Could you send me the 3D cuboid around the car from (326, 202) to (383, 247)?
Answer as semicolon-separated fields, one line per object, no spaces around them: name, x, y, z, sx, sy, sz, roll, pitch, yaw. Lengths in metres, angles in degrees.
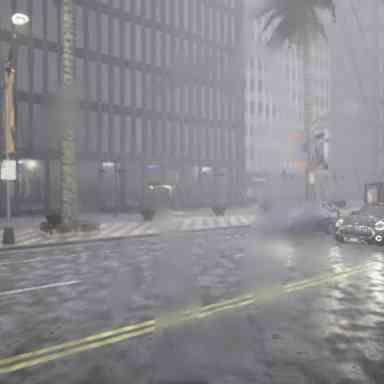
car;8.019;1.230;14.013;4.553;1.767;2.097;-1;0;-35

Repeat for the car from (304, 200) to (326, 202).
car;7.804;1.323;21.829;4.892;1.521;2.231;-1;0;-35

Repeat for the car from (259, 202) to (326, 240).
car;5.367;1.410;16.421;4.674;1.442;1.812;-1;0;-36
